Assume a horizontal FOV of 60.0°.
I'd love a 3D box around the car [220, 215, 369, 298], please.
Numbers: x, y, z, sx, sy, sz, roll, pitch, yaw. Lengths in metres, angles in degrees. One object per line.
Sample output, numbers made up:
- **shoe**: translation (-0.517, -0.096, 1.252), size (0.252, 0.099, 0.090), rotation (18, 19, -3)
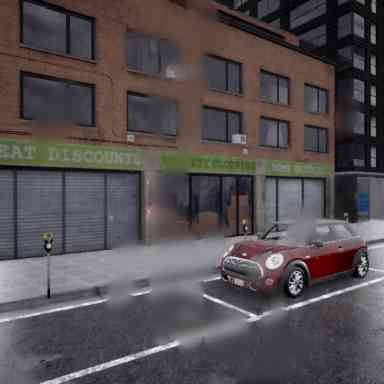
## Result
- **car**: translation (2.644, 1.440, 8.421), size (4.097, 1.590, 1.967), rotation (0, 0, -36)
